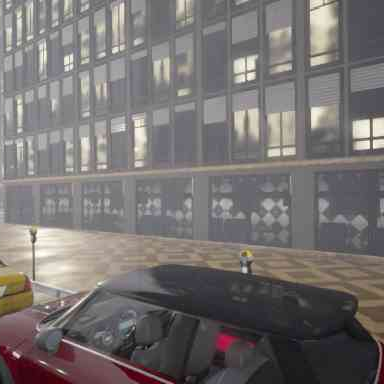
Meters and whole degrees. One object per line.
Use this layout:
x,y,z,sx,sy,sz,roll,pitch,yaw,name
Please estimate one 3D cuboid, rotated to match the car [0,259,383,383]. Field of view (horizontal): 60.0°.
-0.326,1.441,3.124,4.097,1.590,1.967,0,-1,35,car
